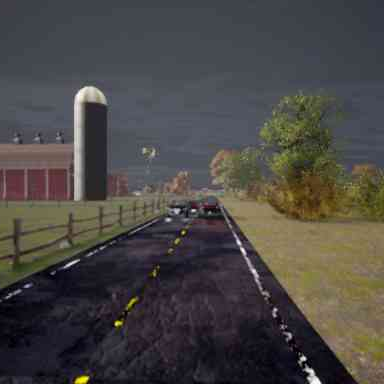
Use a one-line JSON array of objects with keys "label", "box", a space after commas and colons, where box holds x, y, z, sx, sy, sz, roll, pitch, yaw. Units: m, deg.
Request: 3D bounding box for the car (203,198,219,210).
[{"label": "car", "box": [2.551, 1.520, 43.786, 1.994, 1.385, 4.181, 0, 0, 4]}]

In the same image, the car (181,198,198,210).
[{"label": "car", "box": [-0.268, 1.512, 43.907, 1.994, 1.385, 4.181, 0, 0, 4]}]

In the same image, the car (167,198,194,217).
[{"label": "car", "box": [-1.113, 1.435, 30.219, 2.128, 1.511, 4.902, 0, 0, 4]}]

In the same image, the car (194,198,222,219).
[{"label": "car", "box": [1.570, 1.444, 28.637, 2.128, 1.511, 4.902, 0, 0, 4]}]
